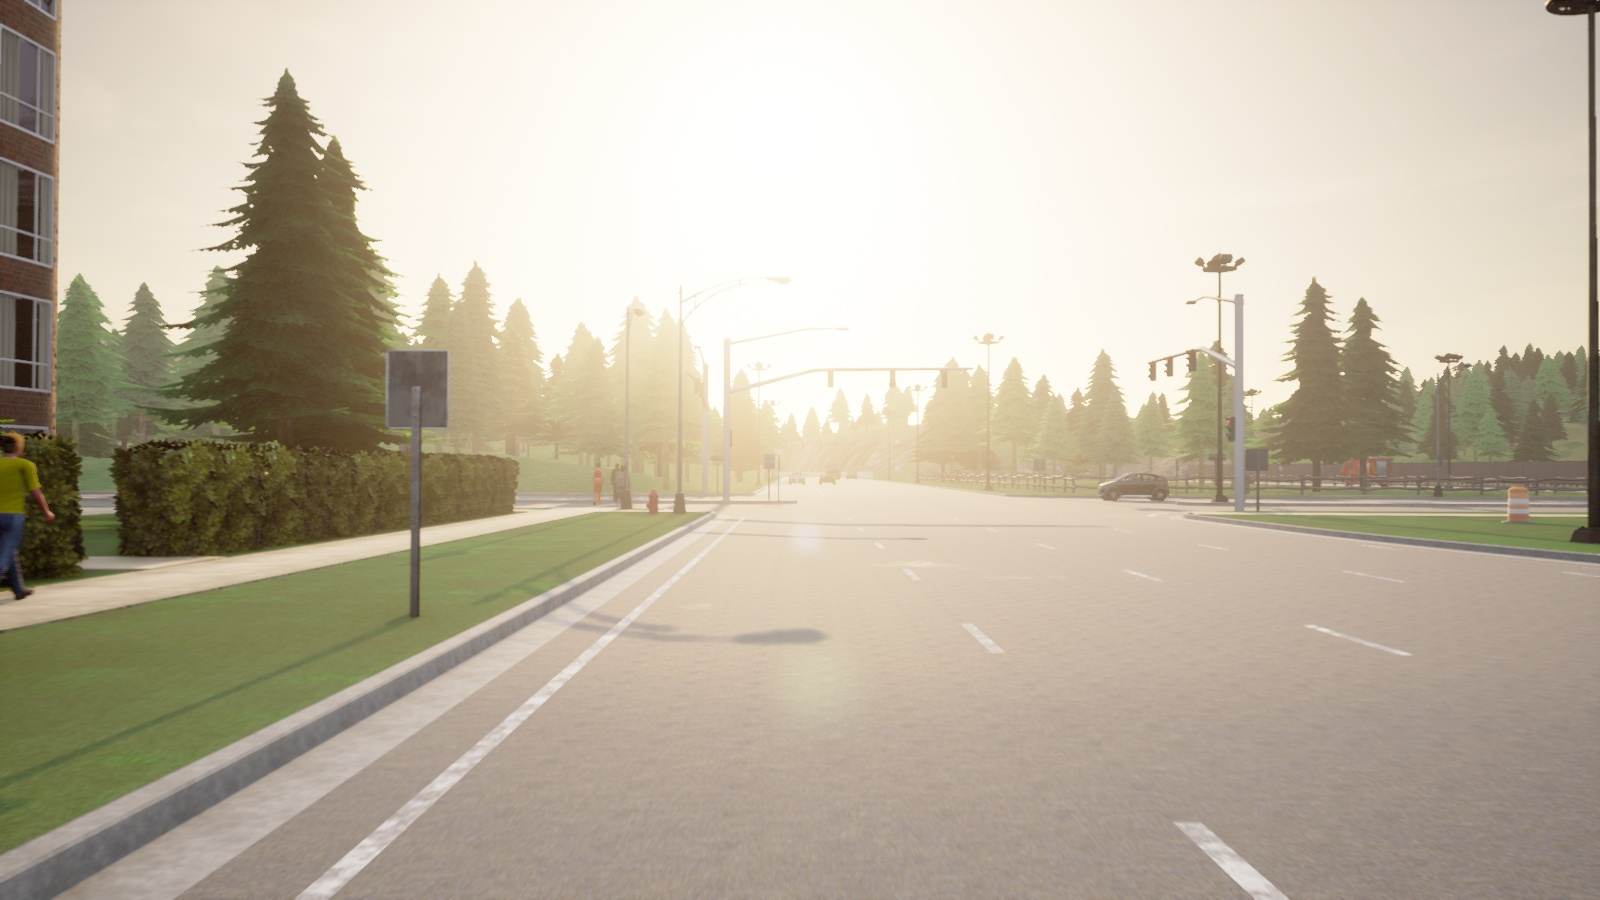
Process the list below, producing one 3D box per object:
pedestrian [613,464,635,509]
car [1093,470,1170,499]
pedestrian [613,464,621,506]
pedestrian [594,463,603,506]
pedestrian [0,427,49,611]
[{"bbox_3d":[-7.380,1.514,52.611,0.874,1.855,0.900,0,-1,-6],"label":"pedestrian"},{"bbox_3d":[17.997,1.863,68.210,3.705,1.549,1.789,0,-1,0],"label":"car"},{"bbox_3d":[-8.162,1.549,56.104,0.353,1.847,0.614,0,-1,-8],"label":"pedestrian"},{"bbox_3d":[-8.691,1.495,54.236,0.345,1.836,0.594,0,-1,-5],"label":"pedestrian"},{"bbox_3d":[-8.089,0.691,12.874,0.354,1.836,0.706,0,-1,0],"label":"pedestrian"}]
